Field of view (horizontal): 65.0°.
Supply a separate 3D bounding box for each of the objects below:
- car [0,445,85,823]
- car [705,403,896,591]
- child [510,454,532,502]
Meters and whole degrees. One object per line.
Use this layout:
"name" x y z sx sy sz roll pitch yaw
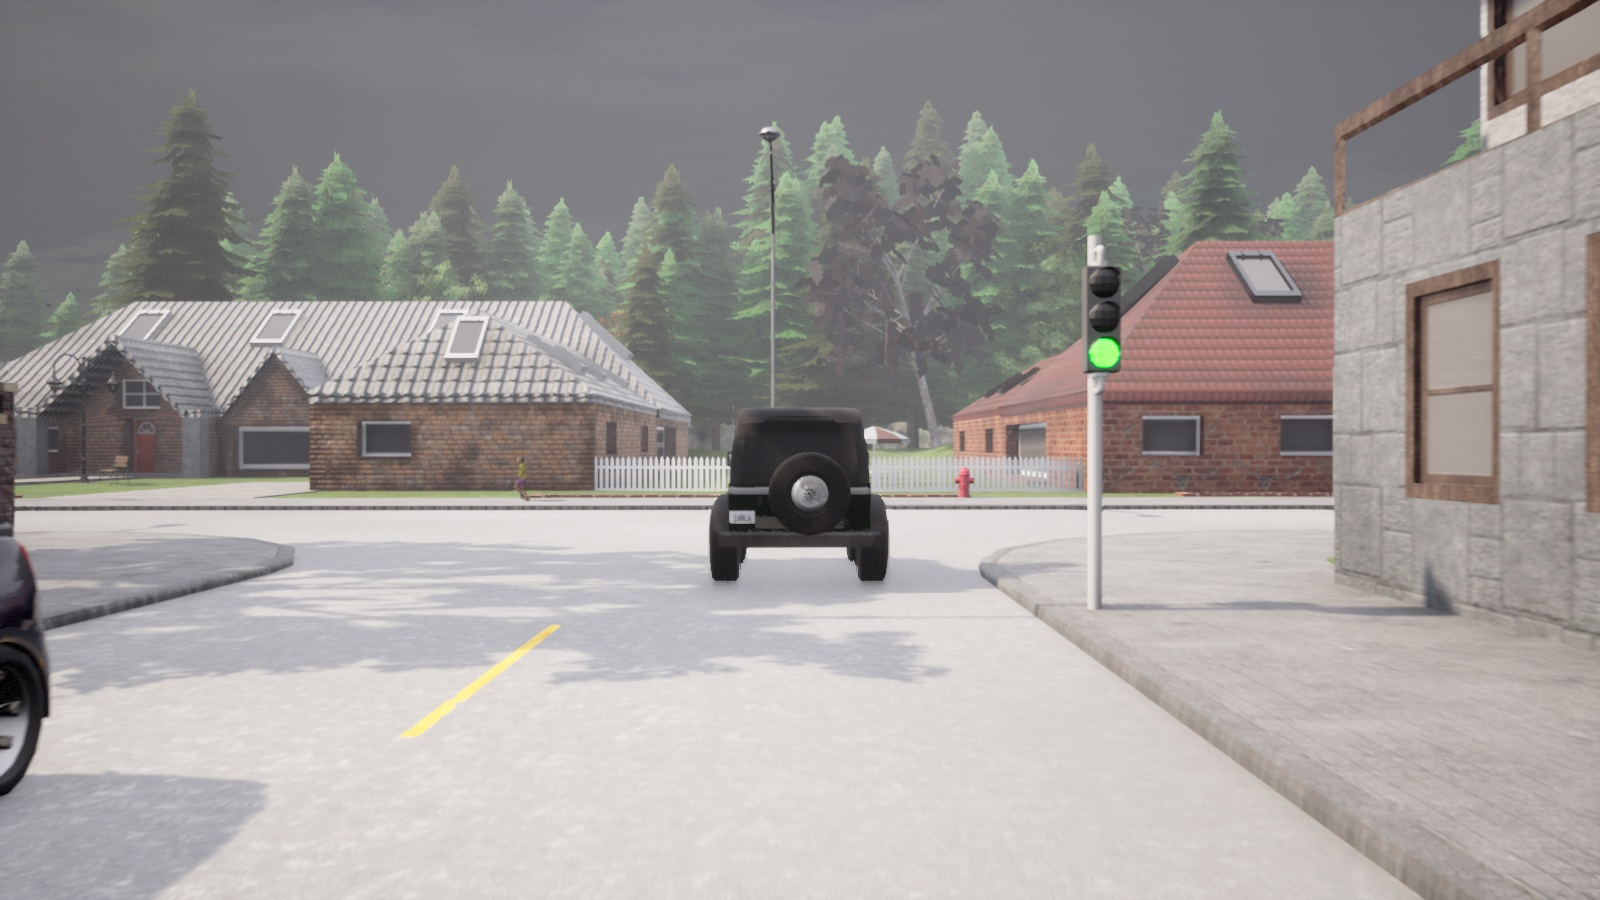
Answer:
"car" -4.053 0.737 3.762 1.845 1.501 3.633 0 0 -2
"car" -0.022 0.464 14.474 1.905 1.878 3.866 0 0 -1
"child" -6.696 0.666 30.177 0.473 1.160 0.299 0 0 -1
